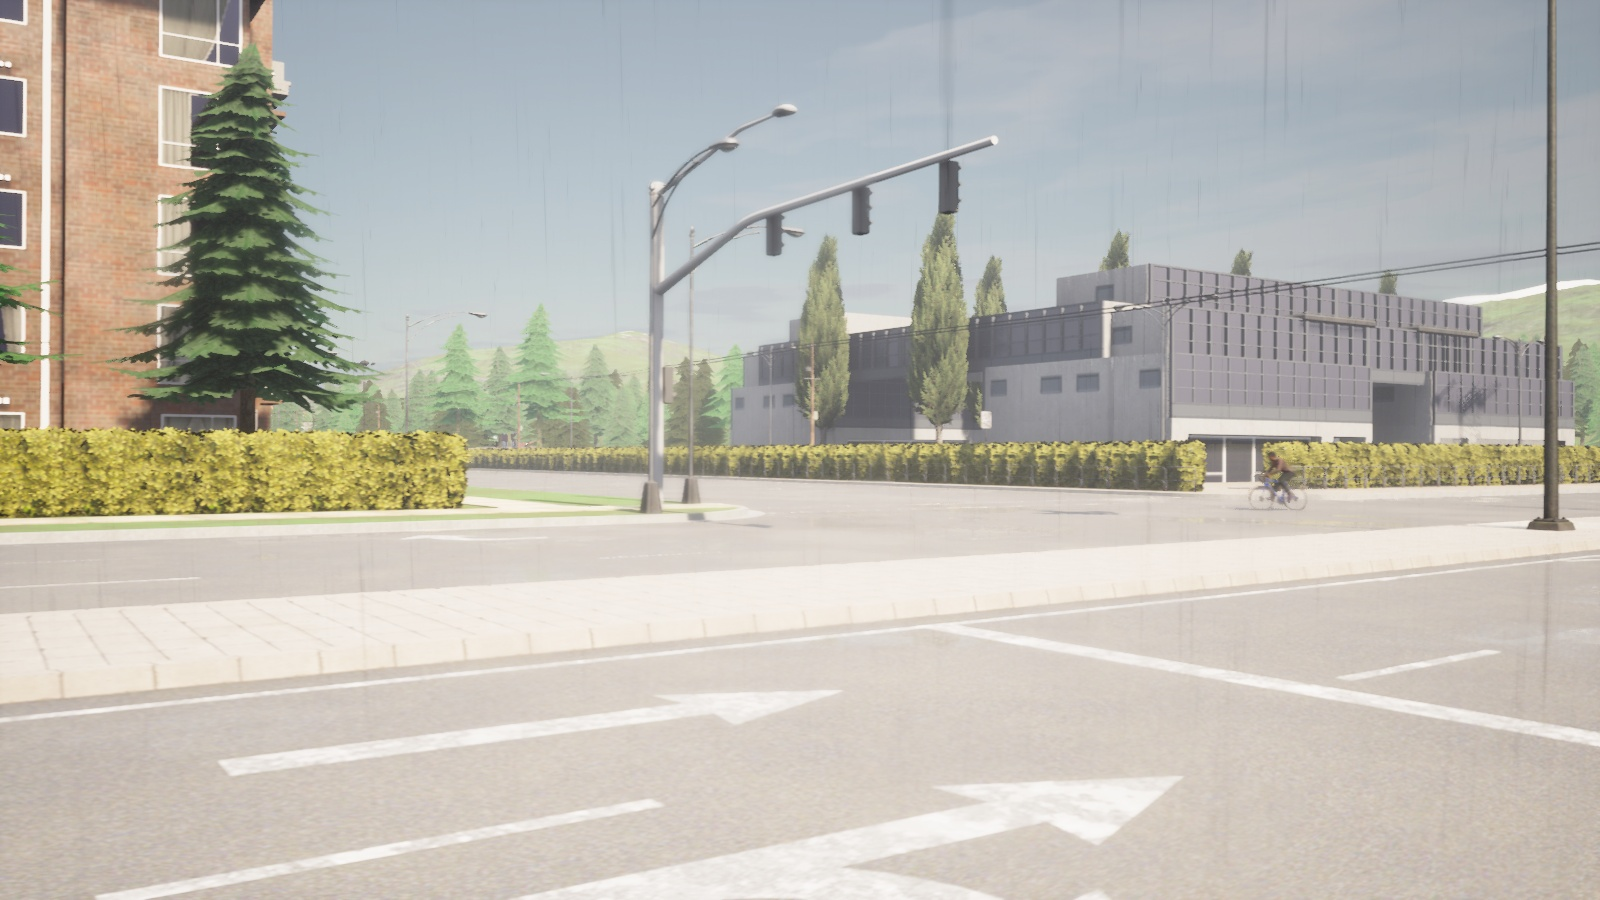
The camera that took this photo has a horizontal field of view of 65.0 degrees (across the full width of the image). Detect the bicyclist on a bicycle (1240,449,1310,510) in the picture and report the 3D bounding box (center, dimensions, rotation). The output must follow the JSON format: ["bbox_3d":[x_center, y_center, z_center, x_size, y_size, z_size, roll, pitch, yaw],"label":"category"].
[{"bbox_3d":[12.866,0.806,34.022,1.656,1.620,0.582,0,-2,-5],"label":"bicyclist on a bicycle"}]
